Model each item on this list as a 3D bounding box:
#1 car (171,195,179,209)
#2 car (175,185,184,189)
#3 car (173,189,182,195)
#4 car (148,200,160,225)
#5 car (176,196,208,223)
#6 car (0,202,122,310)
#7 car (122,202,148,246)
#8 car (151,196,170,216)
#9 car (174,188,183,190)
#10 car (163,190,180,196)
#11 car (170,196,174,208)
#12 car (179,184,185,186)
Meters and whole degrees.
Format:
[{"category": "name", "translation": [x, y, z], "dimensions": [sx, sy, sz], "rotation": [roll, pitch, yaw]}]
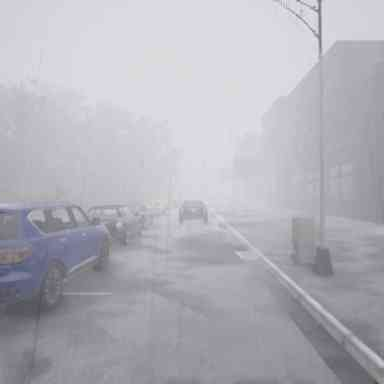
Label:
[{"category": "car", "translation": [-1.049, 1.495, 42.683], "dimensions": [1.994, 1.385, 4.181], "rotation": [0, 1, -22]}, {"category": "car", "translation": [-3.659, -0.182, 79.728], "dimensions": [2.185, 1.767, 4.553], "rotation": [0, 4, 2]}, {"category": "car", "translation": [-3.634, 0.835, 62.882], "dimensions": [1.946, 1.575, 5.366], "rotation": [1, 2, 2]}, {"category": "car", "translation": [-3.664, 1.546, 21.223], "dimensions": [2.163, 1.488, 4.792], "rotation": [-1, 0, 2]}, {"category": "car", "translation": [0.098, 1.355, 25.864], "dimensions": [2.097, 1.767, 4.553], "rotation": [0, 0, 0]}, {"category": "car", "translation": [-3.651, 1.234, 7.965], "dimensions": [2.435, 2.045, 5.566], "rotation": [0, 0, 2]}, {"category": "car", "translation": [-3.654, 1.367, 15.618], "dimensions": [2.185, 1.767, 4.553], "rotation": [0, 0, 2]}, {"category": "car", "translation": [-3.646, 1.472, 32.470], "dimensions": [1.946, 1.575, 5.366], "rotation": [0, 1, 2]}, {"category": "car", "translation": [-3.638, 0.585, 68.616], "dimensions": [2.231, 1.521, 4.892], "rotation": [1, 3, 2]}, {"category": "car", "translation": [-3.631, 1.104, 51.864], "dimensions": [2.185, 1.767, 4.553], "rotation": [2, 2, 2]}, {"category": "car", "translation": [-3.654, 1.495, 38.607], "dimensions": [2.002, 1.452, 4.674], "rotation": [0, 0, 2]}, {"category": "car", "translation": [-3.660, -0.523, 85.289], "dimensions": [2.185, 1.767, 4.553], "rotation": [0, 4, 2]}]
